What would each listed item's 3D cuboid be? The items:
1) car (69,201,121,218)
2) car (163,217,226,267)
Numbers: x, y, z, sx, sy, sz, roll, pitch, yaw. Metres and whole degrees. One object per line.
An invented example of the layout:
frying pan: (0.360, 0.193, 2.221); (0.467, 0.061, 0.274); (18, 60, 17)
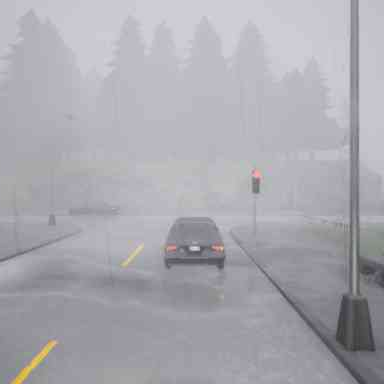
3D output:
car: (-8.622, 1.515, 29.613); (4.674, 1.442, 1.812); (0, -1, 12)
car: (0.079, 1.543, 11.305); (2.033, 1.411, 5.357); (0, 0, 0)
